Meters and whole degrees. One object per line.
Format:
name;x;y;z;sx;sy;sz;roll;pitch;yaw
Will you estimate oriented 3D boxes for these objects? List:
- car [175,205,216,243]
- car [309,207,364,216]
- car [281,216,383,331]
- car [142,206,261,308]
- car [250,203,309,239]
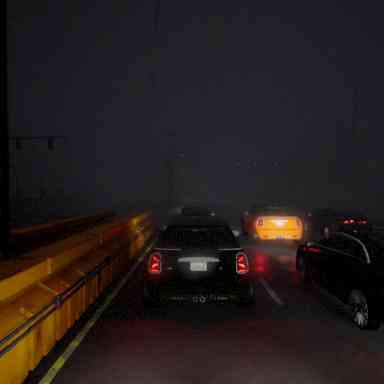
car;0.160;1.504;17.249;1.837;1.490;4.892;0;0;0
car;7.158;1.505;16.813;1.837;1.490;4.892;0;0;0
car;3.622;1.491;6.833;2.128;1.511;4.902;0;0;0
car;0.126;1.352;8.073;2.097;1.767;4.553;0;0;0
car;3.656;1.352;15.943;2.097;1.767;4.553;0;0;0
